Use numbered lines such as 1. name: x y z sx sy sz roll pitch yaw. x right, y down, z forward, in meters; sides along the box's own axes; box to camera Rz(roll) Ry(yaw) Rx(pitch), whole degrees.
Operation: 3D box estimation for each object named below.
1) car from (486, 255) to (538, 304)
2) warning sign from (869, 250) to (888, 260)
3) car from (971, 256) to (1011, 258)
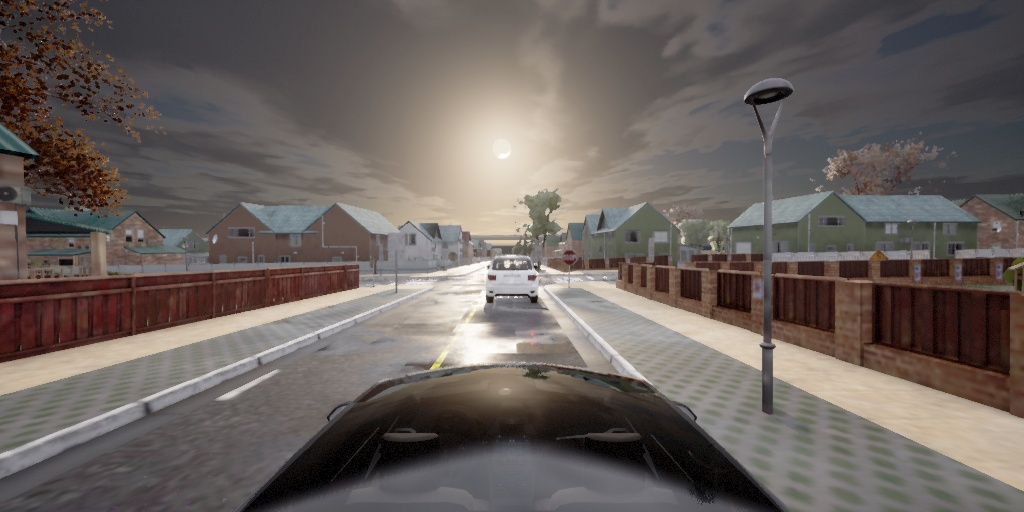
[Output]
1. car: 0.000 1.000 16.534 2.150 2.045 5.566 0 0 0
2. warning sign: 25.182 0.500 24.592 1.060 1.860 1.300 0 0 0
3. car: 36.619 0.669 27.156 5.357 1.411 2.033 -1 2 0
